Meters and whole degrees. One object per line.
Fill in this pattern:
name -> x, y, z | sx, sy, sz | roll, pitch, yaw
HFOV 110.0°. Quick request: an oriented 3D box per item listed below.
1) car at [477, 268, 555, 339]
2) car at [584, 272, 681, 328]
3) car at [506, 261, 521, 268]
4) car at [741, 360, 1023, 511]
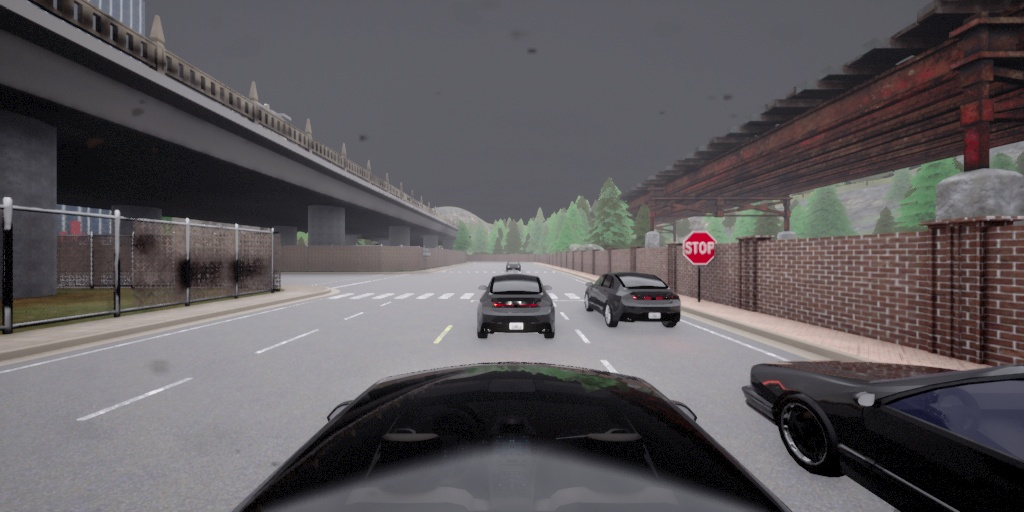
car -> 0.095, 1.254, 10.083 | 1.837, 1.490, 4.892 | 0, 0, 0
car -> 3.596, 1.254, 11.443 | 1.837, 1.490, 4.892 | 0, 0, 0
car -> 0.166, 1.345, 46.353 | 1.895, 1.301, 4.718 | 0, 0, -1
car -> 3.600, 1.297, 1.697 | 2.033, 1.411, 5.357 | 0, 0, 0
